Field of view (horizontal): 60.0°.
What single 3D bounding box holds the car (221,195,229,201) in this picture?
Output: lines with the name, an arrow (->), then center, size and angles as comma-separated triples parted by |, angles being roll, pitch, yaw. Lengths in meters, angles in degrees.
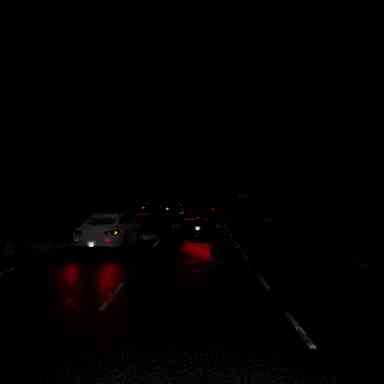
car -> 9.068, 1.687, 92.168 | 1.882, 1.535, 5.008 | 0, 0, 12

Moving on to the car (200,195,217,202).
car -> 2.926, 1.558, 52.563 | 2.128, 1.511, 4.902 | 0, 0, 6

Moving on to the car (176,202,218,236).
car -> 0.368, 1.525, 18.680 | 1.837, 1.490, 4.892 | 0, 0, 2

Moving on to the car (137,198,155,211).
car -> -5.314, 1.522, 40.138 | 1.837, 1.490, 4.892 | 0, 0, 5

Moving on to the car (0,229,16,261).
car -> -6.898, 1.454, 9.205 | 1.882, 1.535, 5.008 | 0, 0, 1

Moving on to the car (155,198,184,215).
car -> -2.254, 1.586, 34.385 | 1.994, 1.385, 4.181 | 0, 0, 4

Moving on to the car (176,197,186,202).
car -> -2.344, 1.675, 66.954 | 1.895, 1.301, 4.718 | 0, 0, 8

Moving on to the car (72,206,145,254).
car -> -3.294, 1.522, 13.427 | 1.812, 1.442, 4.674 | 0, 0, 2

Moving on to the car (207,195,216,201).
car -> 5.445, 1.670, 91.899 | 1.882, 1.535, 5.008 | 0, 0, 12

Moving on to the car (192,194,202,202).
car -> 1.098, 1.635, 66.193 | 2.033, 1.411, 5.357 | 0, 0, 8
